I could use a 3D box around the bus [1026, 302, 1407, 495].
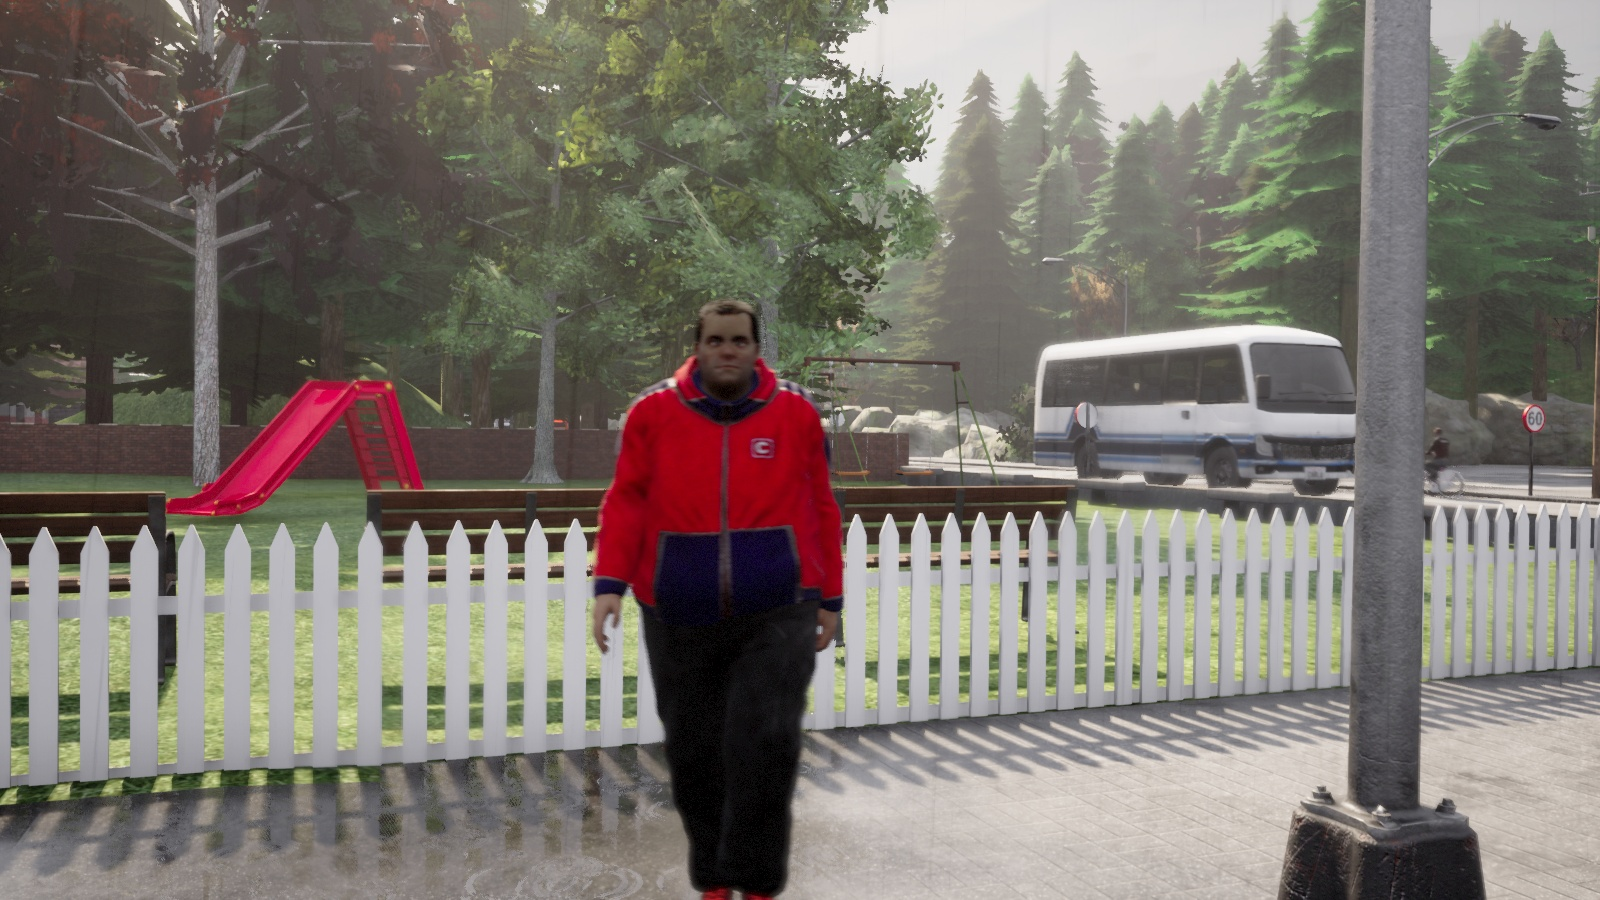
[{"bbox_3d":[10.418,-1.231,33.266,3.944,4.253,10.273,-1,1,-21],"label":"bus"}]

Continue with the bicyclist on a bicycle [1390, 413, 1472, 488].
[{"bbox_3d":[15.571,-0.003,31.039,0.659,1.776,1.843,-1,1,-21],"label":"bicyclist on a bicycle"}]

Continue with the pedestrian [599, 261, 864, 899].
[{"bbox_3d":[-0.173,0.452,3.551,0.634,1.844,0.899,-1,1,-1],"label":"pedestrian"}]
